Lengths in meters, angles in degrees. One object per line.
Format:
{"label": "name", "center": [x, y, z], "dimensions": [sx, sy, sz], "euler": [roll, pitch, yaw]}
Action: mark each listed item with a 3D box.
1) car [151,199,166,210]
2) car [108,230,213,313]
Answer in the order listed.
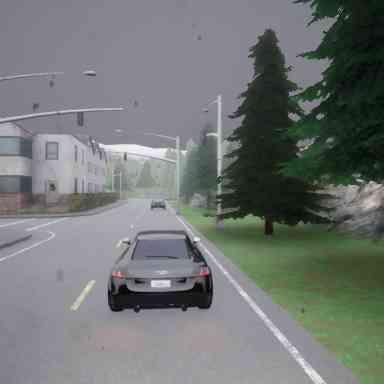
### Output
{"label": "car", "center": [-4.472, 1.601, 43.876], "dimensions": [1.895, 1.301, 4.718], "euler": [0, 0, -6]}
{"label": "car", "center": [-0.703, 1.564, 7.782], "dimensions": [1.994, 1.385, 4.181], "euler": [0, 0, -5]}
